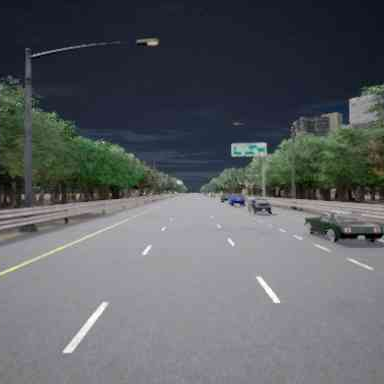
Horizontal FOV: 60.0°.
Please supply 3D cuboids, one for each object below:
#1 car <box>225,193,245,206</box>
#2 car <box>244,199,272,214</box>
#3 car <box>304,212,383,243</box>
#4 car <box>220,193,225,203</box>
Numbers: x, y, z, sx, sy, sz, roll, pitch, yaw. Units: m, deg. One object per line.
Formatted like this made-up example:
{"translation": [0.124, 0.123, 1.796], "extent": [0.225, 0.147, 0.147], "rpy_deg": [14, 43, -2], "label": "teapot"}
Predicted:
{"translation": [7.152, 1.229, 53.624], "extent": [2.150, 2.045, 5.566], "rpy_deg": [0, 0, 0], "label": "car"}
{"translation": [7.064, 1.508, 35.019], "extent": [1.837, 1.490, 4.892], "rpy_deg": [0, 0, 0], "label": "car"}
{"translation": [7.012, 1.605, 15.973], "extent": [1.895, 1.301, 4.718], "rpy_deg": [0, 0, 0], "label": "car"}
{"translation": [7.247, 1.196, 71.343], "extent": [2.150, 2.045, 5.566], "rpy_deg": [0, 0, 0], "label": "car"}
